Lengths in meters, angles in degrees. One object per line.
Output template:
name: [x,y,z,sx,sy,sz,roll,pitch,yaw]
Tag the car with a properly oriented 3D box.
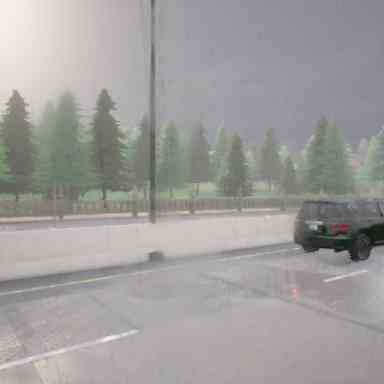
car: [6.206,1.243,12.514,5.566,2.045,2.150,0,0,-35]
